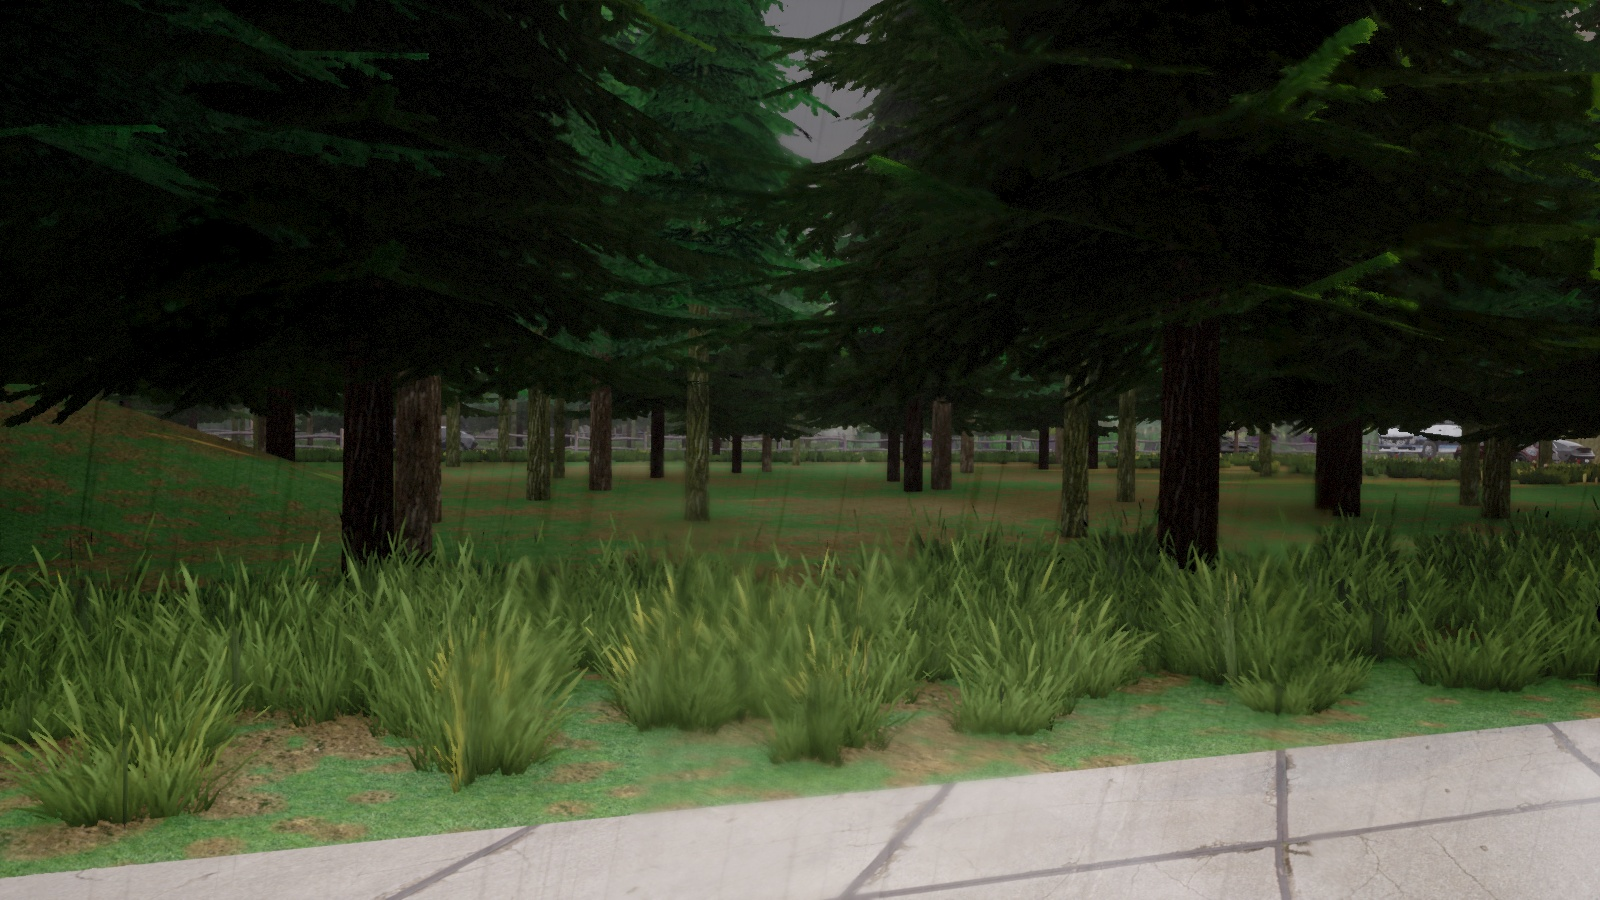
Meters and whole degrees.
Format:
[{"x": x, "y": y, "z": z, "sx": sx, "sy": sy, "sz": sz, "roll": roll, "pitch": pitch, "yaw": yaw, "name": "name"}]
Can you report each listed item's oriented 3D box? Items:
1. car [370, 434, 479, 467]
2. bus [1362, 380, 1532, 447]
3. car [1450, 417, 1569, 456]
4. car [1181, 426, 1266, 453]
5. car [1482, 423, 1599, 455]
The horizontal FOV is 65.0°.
[{"x": -18.204, "y": 0.010, "z": 60.876, "sx": 4.892, "sy": 1.490, "sz": 1.837, "roll": -1, "pitch": 1, "yaw": -21, "name": "car"}, {"x": 42.684, "y": -2.396, "z": 82.883, "sx": 10.273, "sy": 4.253, "sz": 3.944, "roll": -1, "pitch": 1, "yaw": -19, "name": "bus"}, {"x": 33.241, "y": -0.636, "z": 59.011, "sx": 2.097, "sy": 1.767, "sz": 4.553, "roll": -1, "pitch": 1, "yaw": -22, "name": "car"}, {"x": 24.113, "y": -0.615, "z": 71.552, "sx": 4.193, "sy": 1.474, "sz": 1.816, "roll": 0, "pitch": 1, "yaw": -1, "name": "car"}, {"x": 36.106, "y": -0.557, "z": 61.284, "sx": 1.837, "sy": 1.490, "sz": 4.892, "roll": -1, "pitch": 1, "yaw": -22, "name": "car"}]
